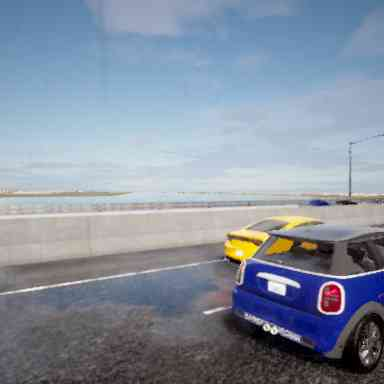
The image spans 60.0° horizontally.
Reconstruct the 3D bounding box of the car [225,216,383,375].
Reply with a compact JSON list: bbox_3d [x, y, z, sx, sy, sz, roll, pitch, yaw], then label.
[{"bbox_3d":[2.922,1.362,5.855,4.553,1.767,2.097,0,0,-35],"label":"car"}]

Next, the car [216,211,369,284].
[{"bbox_3d":[3.301,1.493,10.400,5.008,1.535,1.882,0,0,-35],"label":"car"}]

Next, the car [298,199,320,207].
[{"bbox_3d":[14.743,1.580,40.015,4.674,1.442,1.812,0,0,-35],"label":"car"}]

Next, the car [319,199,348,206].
[{"bbox_3d":[16.715,1.580,37.125,4.674,1.442,1.812,0,0,-35],"label":"car"}]

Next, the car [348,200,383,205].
[{"bbox_3d":[18.673,1.546,34.224,4.902,1.511,2.128,0,0,-35],"label":"car"}]
